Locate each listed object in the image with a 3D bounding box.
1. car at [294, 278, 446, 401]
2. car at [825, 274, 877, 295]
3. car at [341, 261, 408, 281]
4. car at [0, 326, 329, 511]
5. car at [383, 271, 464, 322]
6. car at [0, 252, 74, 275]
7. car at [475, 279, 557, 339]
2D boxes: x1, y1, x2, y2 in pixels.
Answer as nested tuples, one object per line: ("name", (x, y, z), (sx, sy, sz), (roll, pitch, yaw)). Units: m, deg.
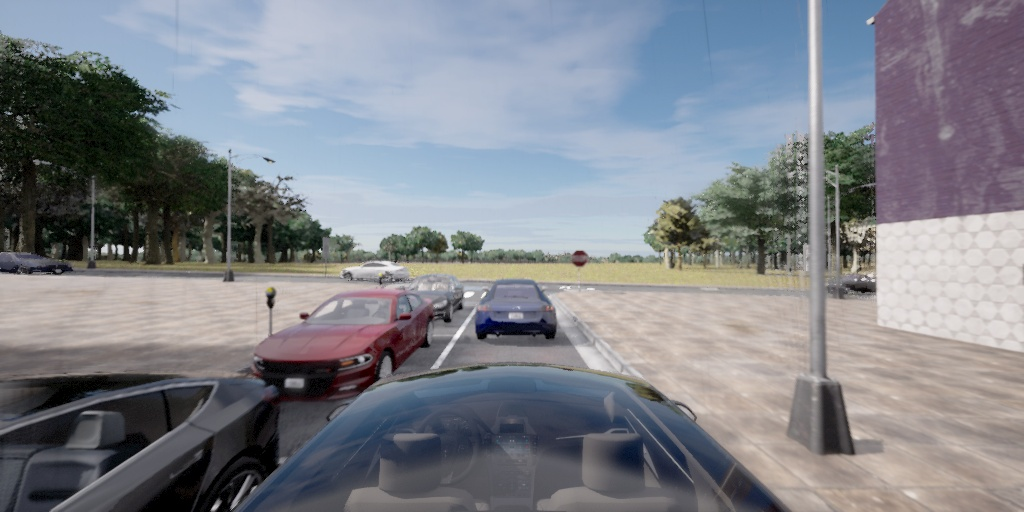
("car", (-2.637, 1.300, 6.589), (1.888, 1.381, 4.507), (0, 0, 0))
("car", (24.560, 2.019, 25.527), (4.902, 1.511, 2.128), (2, -1, 0))
("car", (-9.672, 1.079, 25.399), (4.674, 1.442, 1.812), (2, -1, 5))
("car", (-2.637, 1.315, 1.049), (1.948, 1.339, 4.313), (0, 0, 0))
("car", (-2.637, 1.311, 12.131), (2.007, 1.370, 4.403), (0, 0, 0))
("car", (-31.225, 0.490, 22.608), (5.357, 1.411, 2.033), (2, -1, 0))
("car", (0.092, 1.321, 10.067), (1.994, 1.385, 4.181), (0, 0, 0))
